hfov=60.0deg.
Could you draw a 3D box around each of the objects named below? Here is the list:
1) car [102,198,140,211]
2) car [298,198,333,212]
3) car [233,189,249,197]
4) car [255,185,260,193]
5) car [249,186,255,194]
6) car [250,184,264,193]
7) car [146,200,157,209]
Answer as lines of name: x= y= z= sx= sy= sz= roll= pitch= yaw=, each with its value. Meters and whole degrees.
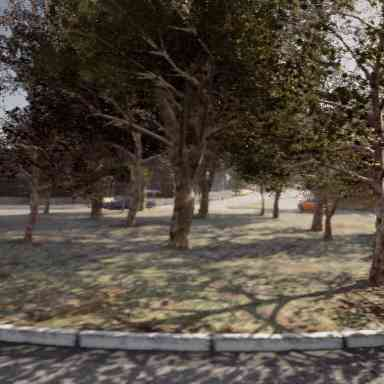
car: x=-8.358 y=1.481 z=39.365 sx=4.674 sy=1.442 sz=1.812 roll=1 pitch=0 yaw=-26
car: x=14.209 y=1.464 z=38.369 sx=2.097 sy=1.767 sz=4.553 roll=1 pitch=0 yaw=-15
car: x=10.691 y=0.215 z=74.748 sx=1.946 sy=1.575 sz=5.366 roll=0 pitch=3 yaw=24
car: x=15.212 y=-0.409 z=84.809 sx=1.946 sy=1.575 sz=5.366 roll=0 pitch=3 yaw=24
car: x=12.956 y=-0.098 z=79.775 sx=1.946 sy=1.575 sz=5.366 roll=0 pitch=3 yaw=24
car: x=17.583 y=-0.984 z=90.087 sx=2.435 sy=2.045 sz=5.566 roll=0 pitch=3 yaw=24
car: x=-7.354 y=1.513 z=43.393 sx=5.357 sy=1.411 sz=2.033 roll=0 pitch=0 yaw=-20
